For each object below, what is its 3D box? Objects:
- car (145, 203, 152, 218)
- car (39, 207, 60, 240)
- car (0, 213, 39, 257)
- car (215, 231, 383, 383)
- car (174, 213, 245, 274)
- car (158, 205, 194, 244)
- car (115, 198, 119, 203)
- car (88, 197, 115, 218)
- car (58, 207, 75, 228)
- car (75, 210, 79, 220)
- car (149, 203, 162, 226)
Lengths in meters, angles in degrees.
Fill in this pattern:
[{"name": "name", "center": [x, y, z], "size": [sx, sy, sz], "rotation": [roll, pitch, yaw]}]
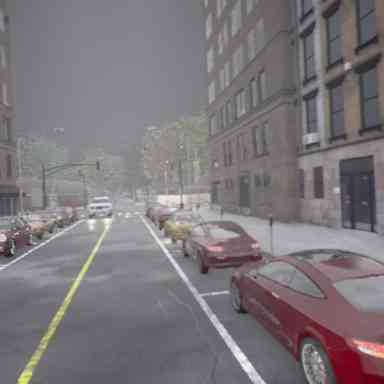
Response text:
[{"name": "car", "center": [-2.473, 1.646, 26.465], "size": [1.802, 1.307, 4.206], "rotation": [-3, 0, -11]}, {"name": "car", "center": [-9.227, 1.911, 19.316], "size": [1.752, 1.417, 4.829], "rotation": [-3, 0, -11]}, {"name": "car", "center": [-8.187, 1.787, 14.070], "size": [1.967, 1.590, 4.097], "rotation": [-3, 0, -11]}, {"name": "car", "center": [1.836, 1.487, 4.817], "size": [1.802, 1.307, 4.206], "rotation": [-3, 0, -11]}, {"name": "car", "center": [0.758, 1.525, 10.229], "size": [1.802, 1.307, 4.206], "rotation": [-3, 0, -11]}, {"name": "car", "center": [-0.355, 1.509, 15.808], "size": [1.752, 1.417, 4.829], "rotation": [-3, 0, -11]}, {"name": "car", "center": [-21.364, 2.384, 92.091], "size": [1.837, 1.490, 4.892], "rotation": [-3, 0, -11]}, {"name": "car", "center": [-9.953, 1.595, 36.389], "size": [2.150, 2.045, 5.566], "rotation": [-3, 0, -11]}, {"name": "car", "center": [-10.342, 1.869, 24.895], "size": [1.967, 1.590, 4.097], "rotation": [-3, 0, -11]}, {"name": "car", "center": [-11.412, 2.051, 30.308], "size": [1.802, 1.307, 4.206], "rotation": [-3, 0, -11]}, {"name": "car", "center": [-1.398, 1.568, 21.053], "size": [1.887, 1.381, 4.507], "rotation": [-3, 0, -11]}]
